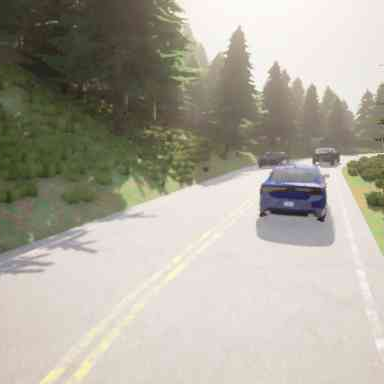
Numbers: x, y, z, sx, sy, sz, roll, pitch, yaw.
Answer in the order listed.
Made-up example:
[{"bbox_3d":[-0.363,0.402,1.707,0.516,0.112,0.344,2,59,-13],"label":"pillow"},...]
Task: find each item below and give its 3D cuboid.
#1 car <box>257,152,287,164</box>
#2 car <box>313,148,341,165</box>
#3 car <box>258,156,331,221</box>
[{"bbox_3d":[7.074,-2.787,28.552,1.895,1.301,4.718,4,10,26],"label":"car"},{"bbox_3d":[12.542,-3.358,30.989,1.837,1.490,4.892,3,10,32],"label":"car"},{"bbox_3d":[3.510,-0.189,11.205,1.882,1.535,5.008,3,10,21],"label":"car"}]
